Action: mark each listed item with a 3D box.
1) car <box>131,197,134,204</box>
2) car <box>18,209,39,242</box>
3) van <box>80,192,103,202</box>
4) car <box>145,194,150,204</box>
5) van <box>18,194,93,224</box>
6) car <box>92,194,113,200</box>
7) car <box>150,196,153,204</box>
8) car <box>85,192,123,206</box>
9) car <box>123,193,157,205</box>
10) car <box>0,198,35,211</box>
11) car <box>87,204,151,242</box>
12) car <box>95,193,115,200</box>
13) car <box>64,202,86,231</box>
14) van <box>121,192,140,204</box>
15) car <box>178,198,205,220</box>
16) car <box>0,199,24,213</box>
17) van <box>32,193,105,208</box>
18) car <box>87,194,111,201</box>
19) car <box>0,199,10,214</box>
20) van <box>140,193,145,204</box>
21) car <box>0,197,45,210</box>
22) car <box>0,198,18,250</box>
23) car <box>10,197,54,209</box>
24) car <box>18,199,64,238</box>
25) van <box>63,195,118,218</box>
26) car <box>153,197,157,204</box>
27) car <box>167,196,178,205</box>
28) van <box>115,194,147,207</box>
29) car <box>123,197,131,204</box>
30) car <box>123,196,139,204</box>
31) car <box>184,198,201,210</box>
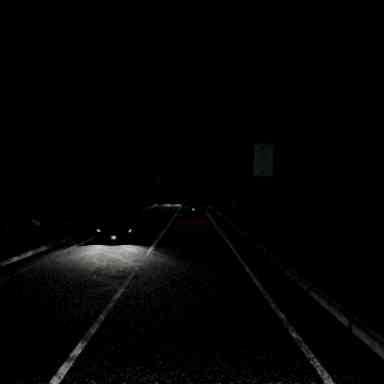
[{"bbox_3d":[-8.949,1.561,35.539,4.674,1.452,2.002,0,0,0],"label":"car"},{"bbox_3d":[-8.921,1.537,13.110,4.674,1.452,2.002,0,0,0],"label":"car"},{"bbox_3d":[-22.197,1.082,73.736,4.442,1.987,1.878,0,0,0],"label":"van"},{"bbox_3d":[-8.961,1.474,46.759,5.008,1.535,2.097,0,0,0],"label":"car"},{"bbox_3d":[-9.051,1.285,21.520,4.442,1.987,1.878,0,0,0],"label":"van"},{"bbox_3d":[-22.089,1.298,82.065,4.674,1.452,2.002,0,0,0],"label":"car"},{"bbox_3d":[-8.976,1.479,52.365,4.674,1.452,2.002,0,0,0],"label":"car"},{"bbox_3d":[-8.913,1.269,27.128,5.566,2.045,2.435,0,0,0],"label":"car"},{"bbox_3d":[-8.952,1.153,57.970,5.566,2.045,2.435,0,0,0],"label":"car"},{"bbox_3d":[-22.223,1.504,40.429,5.366,1.575,1.946,0,0,0],"label":"car"},{"bbox_3d":[-3.349,1.568,16.873,2.033,1.411,5.357,0,0,0],"label":"car"},{"bbox_3d":[-22.126,1.116,84.840,4.553,1.767,2.185,0,0,0],"label":"car"},{"bbox_3d":[-8.924,1.507,18.716,4.892,1.521,2.231,0,0,0],"label":"car"},{"bbox_3d":[-9.076,1.277,41.149,4.442,1.987,1.878,0,0,0],"label":"van"},{"bbox_3d":[0.101,1.448,28.549,2.033,1.649,4.856,0,0,0],"label":"car"},{"bbox_3d":[-22.005,1.548,37.657,4.792,1.488,2.163,0,0,0],"label":"car"},{"bbox_3d":[-9.054,1.290,24.323,4.442,1.987,1.878,0,0,0],"label":"van"},{"bbox_3d":[-22.082,1.274,79.290,5.008,1.535,2.097,0,0,0],"label":"car"},{"bbox_3d":[-22.060,1.552,34.874,4.792,1.488,2.163,0,0,0],"label":"car"},{"bbox_3d":[-8.846,1.264,43.950,4.442,1.987,1.878,0,0,0],"label":"van"},{"bbox_3d":[-22.036,1.494,43.206,5.008,1.535,2.097,0,0,0],"label":"car"},{"bbox_3d":[-8.891,1.241,10.307,5.566,2.045,2.435,0,0,0],"label":"car"},{"bbox_3d":[-22.039,1.481,45.984,4.892,1.521,2.231,0,0,0],"label":"car"},{"bbox_3d":[-8.958,1.376,15.913,4.553,1.767,2.185,0,0,0],"label":"car"},{"bbox_3d":[-9.062,1.299,29.928,4.442,1.987,1.878,0,0,0],"label":"van"},{"bbox_3d":[-8.792,1.419,55.168,5.366,1.575,1.946,0,0,0],"label":"car"},{"bbox_3d":[-3.298,1.442,58.274,1.812,1.442,4.674,0,0,0],"label":"car"},{"bbox_3d":[-9.087,1.231,49.561,4.442,1.987,1.878,0,0,0],"label":"van"},{"bbox_3d":[-8.955,1.524,32.736,4.892,1.521,2.231,0,0,0],"label":"car"},{"bbox_3d":[-8.985,1.544,38.347,4.792,1.488,2.163,0,0,0],"label":"car"},{"bbox_3d":[0.079,1.547,43.259,1.994,1.385,4.181,0,0,0],"label":"car"}]
